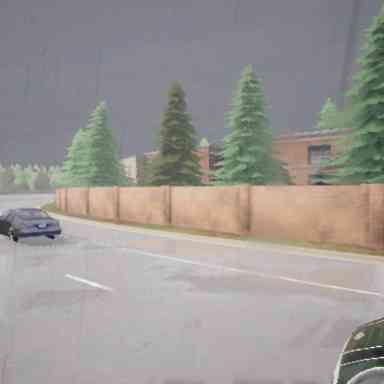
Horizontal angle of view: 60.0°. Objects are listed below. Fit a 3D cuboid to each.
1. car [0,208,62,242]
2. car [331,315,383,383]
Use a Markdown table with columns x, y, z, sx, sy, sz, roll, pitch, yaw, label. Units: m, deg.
| x | y | z | sx | sy | sz | roll | pitch | yaw | label |
| --- | --- | --- | --- | --- | --- | --- | --- | --- | --- |
| -8.121 | 1.485 | 16.057 | 2.033 | 1.411 | 5.357 | 0 | 0 | -43 | car |
| 3.208 | 1.371 | 1.867 | 4.553 | 1.767 | 2.097 | 0 | 0 | 34 | car |
